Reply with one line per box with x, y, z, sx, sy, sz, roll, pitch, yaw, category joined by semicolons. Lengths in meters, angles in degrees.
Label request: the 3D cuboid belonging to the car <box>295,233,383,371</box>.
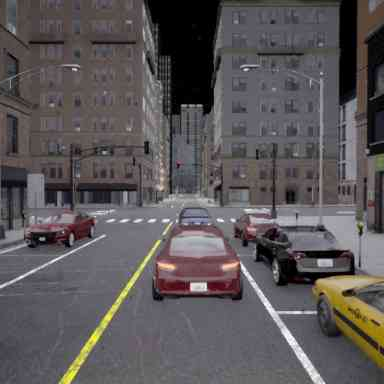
2.868;1.524;3.824;1.752;1.417;4.829;-1;0;0;car

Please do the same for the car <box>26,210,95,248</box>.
-5.671;1.539;14.828;1.887;1.381;4.507;-1;0;0;car

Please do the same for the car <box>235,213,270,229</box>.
2.874;1.576;14.827;1.802;1.307;4.206;-1;0;0;car

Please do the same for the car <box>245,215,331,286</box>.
2.871;1.563;9.241;1.947;1.339;4.313;-1;0;0;car

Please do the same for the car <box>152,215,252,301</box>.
0.103;1.523;8.210;1.812;1.442;4.674;0;0;0;car

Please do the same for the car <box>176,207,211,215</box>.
0.141;1.541;18.231;2.033;1.411;5.357;0;0;-3;car
